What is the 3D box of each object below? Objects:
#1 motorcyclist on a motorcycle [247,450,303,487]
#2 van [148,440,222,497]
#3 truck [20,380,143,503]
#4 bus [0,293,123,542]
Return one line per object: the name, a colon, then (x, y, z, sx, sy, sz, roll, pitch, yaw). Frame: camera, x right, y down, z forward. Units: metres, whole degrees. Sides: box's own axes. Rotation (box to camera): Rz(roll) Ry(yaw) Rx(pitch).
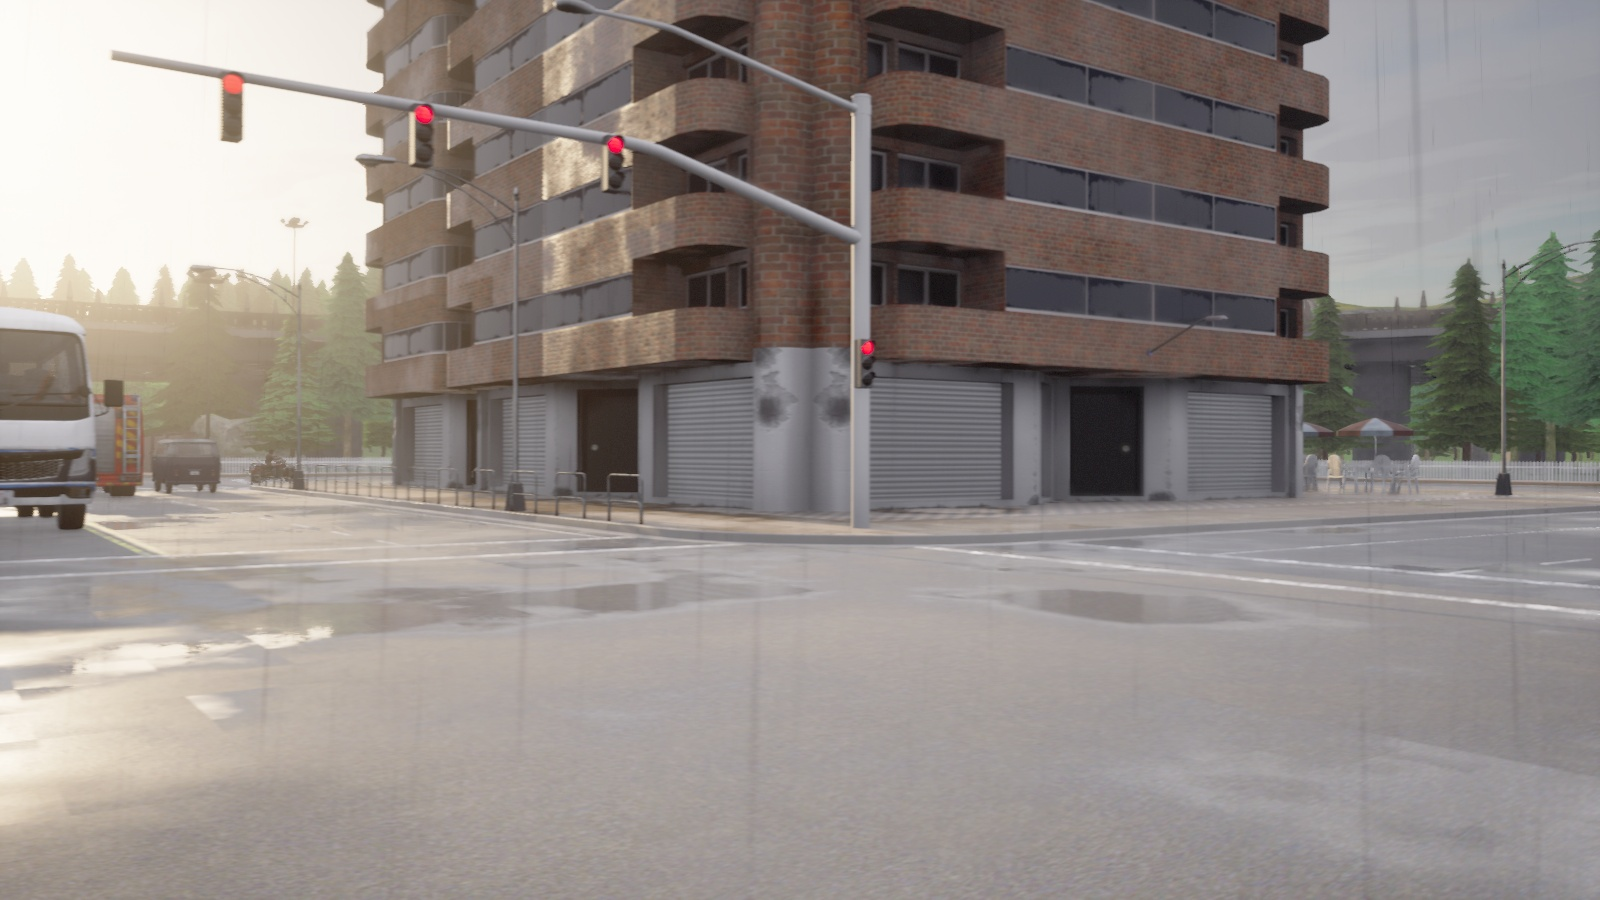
motorcyclist on a motorcycle: (-24.768, 0.866, 59.290, 0.766, 1.649, 2.350, 1, 2, 39)
van: (-22.725, 0.659, 46.296, 1.775, 1.987, 4.442, 0, 0, -35)
truck: (-24.949, -0.261, 43.373, 2.891, 3.827, 8.468, 0, 0, -35)
bus: (-16.715, -0.534, 25.597, 3.944, 4.253, 10.273, 0, 0, -35)
